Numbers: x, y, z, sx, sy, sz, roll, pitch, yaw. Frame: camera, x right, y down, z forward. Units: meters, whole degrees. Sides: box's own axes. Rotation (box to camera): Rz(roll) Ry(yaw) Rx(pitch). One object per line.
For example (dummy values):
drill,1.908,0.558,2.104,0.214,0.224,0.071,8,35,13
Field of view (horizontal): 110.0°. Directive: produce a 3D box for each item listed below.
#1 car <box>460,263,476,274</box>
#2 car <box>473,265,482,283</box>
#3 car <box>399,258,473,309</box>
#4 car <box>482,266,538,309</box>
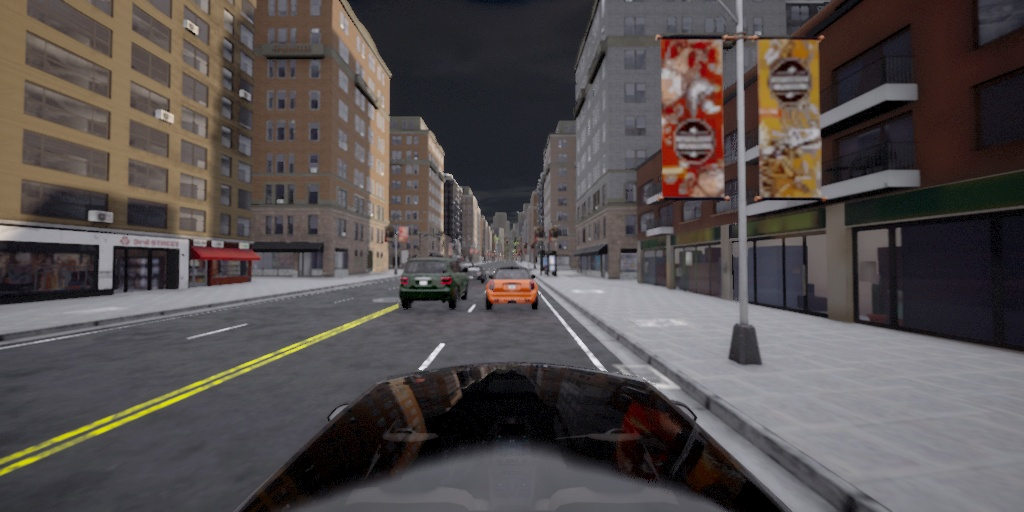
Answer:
car,-6.514,1.798,53.208,1.812,1.442,4.674,0,-1,0
car,-3.252,1.569,31.230,1.812,1.442,4.674,0,0,0
car,-3.252,1.105,15.845,2.150,2.045,5.566,0,0,0
car,-0.001,1.239,15.924,2.097,1.767,4.553,0,-1,0
